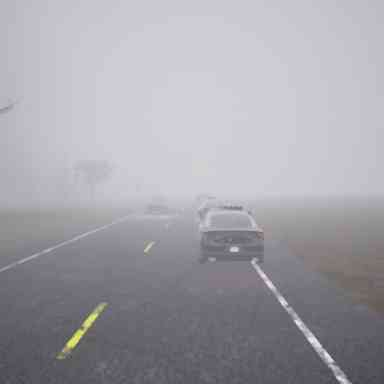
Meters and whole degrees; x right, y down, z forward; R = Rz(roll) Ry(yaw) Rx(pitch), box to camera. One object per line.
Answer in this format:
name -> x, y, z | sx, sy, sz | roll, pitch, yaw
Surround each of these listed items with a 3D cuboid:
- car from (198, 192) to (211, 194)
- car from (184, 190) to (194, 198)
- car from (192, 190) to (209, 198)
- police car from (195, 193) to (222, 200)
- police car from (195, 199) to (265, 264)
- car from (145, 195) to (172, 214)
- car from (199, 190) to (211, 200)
car -> 1.563, 1.083, 27.332 | 1.801, 1.575, 5.366 | 0, 1, 2
car -> -0.367, 0.369, 70.432 | 2.097, 1.767, 4.553 | 0, 1, 5
car -> 1.452, 0.853, 47.454 | 1.837, 1.490, 4.892 | 0, 1, 4
police car -> 1.372, 1.135, 21.275 | 1.930, 1.638, 5.238 | 0, 1, 2
police car -> 1.152, 1.270, 11.312 | 1.930, 1.638, 5.238 | 0, 1, 1
car -> -2.968, 1.067, 30.029 | 1.882, 1.535, 5.008 | 0, 1, 2
car -> 2.514, 0.474, 63.237 | 2.097, 1.767, 4.553 | 0, 1, 5
